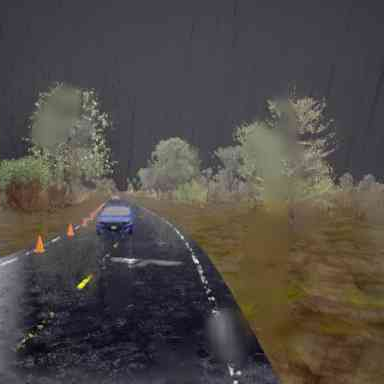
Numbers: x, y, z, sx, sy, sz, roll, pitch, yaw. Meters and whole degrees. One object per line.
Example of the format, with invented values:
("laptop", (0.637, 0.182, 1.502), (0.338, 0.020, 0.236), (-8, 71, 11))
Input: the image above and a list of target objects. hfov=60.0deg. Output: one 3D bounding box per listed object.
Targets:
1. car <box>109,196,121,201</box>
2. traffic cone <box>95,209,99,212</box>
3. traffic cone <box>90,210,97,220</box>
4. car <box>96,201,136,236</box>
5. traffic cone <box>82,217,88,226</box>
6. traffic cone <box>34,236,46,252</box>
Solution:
("car", (-15.934, 1.530, 68.624), (1.882, 1.535, 5.008), (0, 0, -22))
("traffic cone", (-9.281, 1.973, 31.934), (0.340, 0.580, 0.340), (0, 0, -13))
("traffic cone", (-8.160, 1.969, 27.070), (0.340, 0.580, 0.340), (0, 0, -13))
("car", (-4.234, 1.483, 18.879), (1.882, 1.535, 5.008), (0, 0, -9))
("traffic cone", (-7.171, 1.965, 22.278), (0.340, 0.580, 0.340), (0, 0, -11))
("traffic cone", (-5.763, 1.959, 12.595), (0.340, 0.580, 0.340), (0, 0, -6))
